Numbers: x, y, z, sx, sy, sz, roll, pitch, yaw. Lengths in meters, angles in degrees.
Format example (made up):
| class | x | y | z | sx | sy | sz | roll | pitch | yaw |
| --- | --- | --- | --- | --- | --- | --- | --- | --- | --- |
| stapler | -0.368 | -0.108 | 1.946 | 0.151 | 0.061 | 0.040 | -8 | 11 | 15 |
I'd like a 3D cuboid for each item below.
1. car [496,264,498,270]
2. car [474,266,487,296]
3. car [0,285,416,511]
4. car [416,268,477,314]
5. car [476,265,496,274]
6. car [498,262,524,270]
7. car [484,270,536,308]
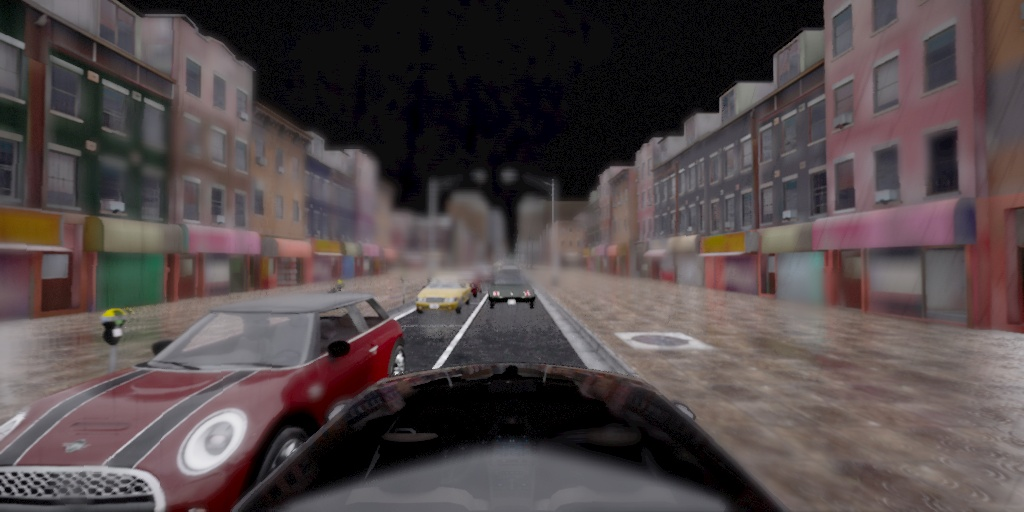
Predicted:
| class | x | y | z | sx | sy | sz | roll | pitch | yaw |
| --- | --- | --- | --- | --- | --- | --- | --- | --- | --- |
| car | -2.643 | 1.737 | 41.626 | 1.948 | 1.339 | 4.313 | 0 | 0 | 0 |
| car | -2.640 | 1.480 | 20.108 | 1.888 | 1.381 | 4.507 | 0 | 0 | 0 |
| car | -2.637 | 1.211 | 3.969 | 1.967 | 1.591 | 4.097 | 0 | 0 | 0 |
| car | -2.639 | 1.404 | 14.558 | 1.751 | 1.417 | 4.829 | 0 | 0 | 0 |
| car | -2.642 | 1.491 | 30.867 | 1.967 | 1.591 | 4.097 | 0 | 0 | 0 |
| car | 0.002 | 1.533 | 31.327 | 1.882 | 1.535 | 5.008 | 0 | 0 | 0 |
| car | -0.001 | 1.493 | 15.967 | 1.895 | 1.301 | 4.718 | 0 | -1 | 0 |
